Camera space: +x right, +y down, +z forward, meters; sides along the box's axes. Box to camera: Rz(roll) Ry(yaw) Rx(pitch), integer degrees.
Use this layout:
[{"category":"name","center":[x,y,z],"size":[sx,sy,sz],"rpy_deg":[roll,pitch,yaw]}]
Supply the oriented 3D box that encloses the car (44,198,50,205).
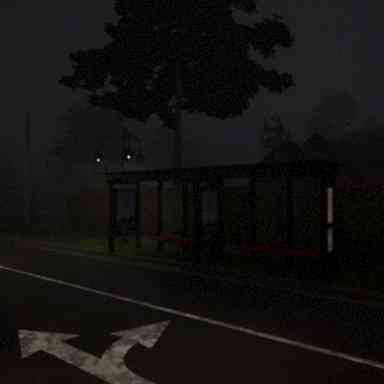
[{"category":"car","center":[-24.849,1.418,54.077],"size":[3.806,1.475,1.970],"rpy_deg":[0,0,36]}]
